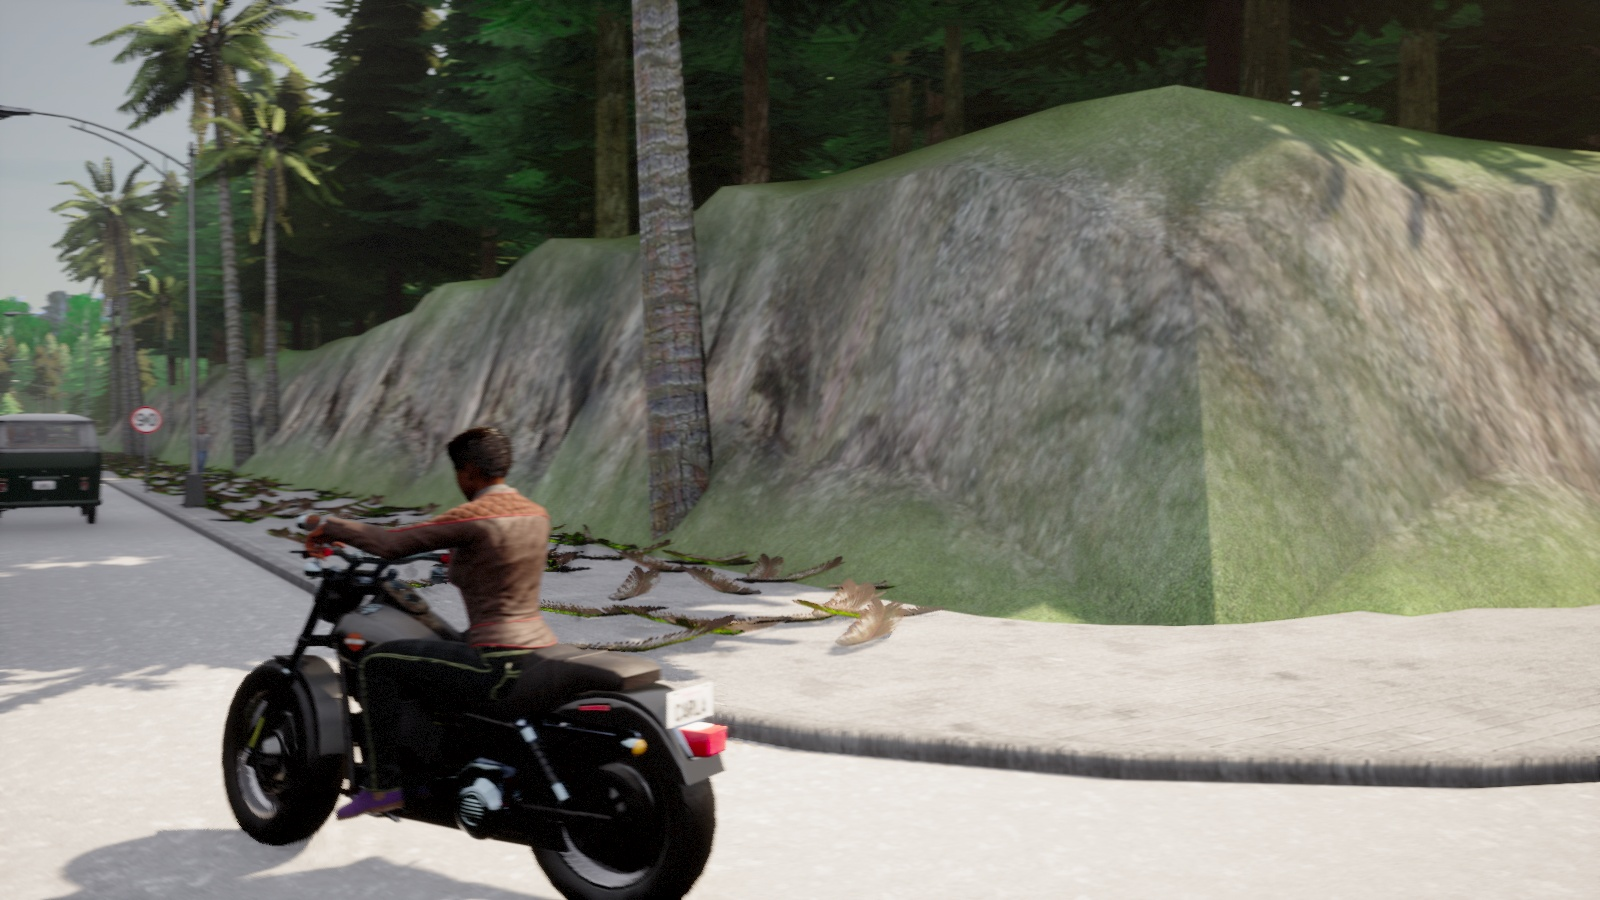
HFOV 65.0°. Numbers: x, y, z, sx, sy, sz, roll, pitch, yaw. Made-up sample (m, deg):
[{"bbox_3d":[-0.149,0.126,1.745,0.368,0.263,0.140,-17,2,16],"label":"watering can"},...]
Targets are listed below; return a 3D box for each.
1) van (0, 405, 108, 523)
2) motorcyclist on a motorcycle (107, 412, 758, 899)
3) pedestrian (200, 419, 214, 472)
[{"bbox_3d":[-14.045,0.210,23.423,1.775,1.987,4.442,0,1,-32],"label":"van"},{"bbox_3d":[-1.372,0.714,4.494,2.350,1.649,0.766,0,-1,29],"label":"motorcyclist on a motorcycle"},{"bbox_3d":[-20.673,-0.148,43.791,0.354,1.836,0.706,0,1,-32],"label":"pedestrian"}]
